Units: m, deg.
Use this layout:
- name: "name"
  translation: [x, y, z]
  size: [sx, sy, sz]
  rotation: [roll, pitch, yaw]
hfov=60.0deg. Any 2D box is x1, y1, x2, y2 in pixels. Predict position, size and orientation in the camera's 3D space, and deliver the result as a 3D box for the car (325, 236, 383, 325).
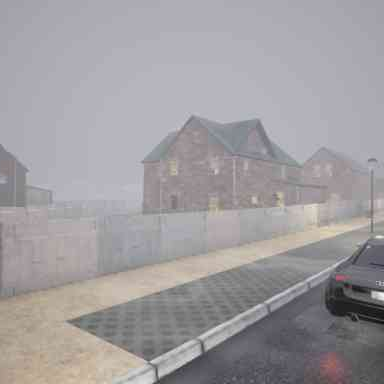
- name: "car"
  translation: [4.225, 1.576, 6.638]
  size: [1.994, 1.385, 4.181]
  rotation: [0, 0, 40]
